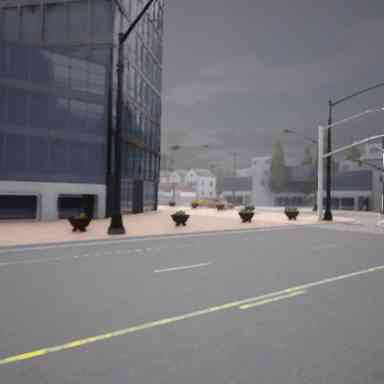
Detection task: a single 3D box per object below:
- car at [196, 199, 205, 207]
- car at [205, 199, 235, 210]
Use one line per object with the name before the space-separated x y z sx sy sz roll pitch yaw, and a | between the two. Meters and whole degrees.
car | 1.785 2.074 63.751 1.882 1.535 5.008 2 -1 -22
car | 4.607 1.864 52.079 2.097 1.767 4.553 2 -1 -35
